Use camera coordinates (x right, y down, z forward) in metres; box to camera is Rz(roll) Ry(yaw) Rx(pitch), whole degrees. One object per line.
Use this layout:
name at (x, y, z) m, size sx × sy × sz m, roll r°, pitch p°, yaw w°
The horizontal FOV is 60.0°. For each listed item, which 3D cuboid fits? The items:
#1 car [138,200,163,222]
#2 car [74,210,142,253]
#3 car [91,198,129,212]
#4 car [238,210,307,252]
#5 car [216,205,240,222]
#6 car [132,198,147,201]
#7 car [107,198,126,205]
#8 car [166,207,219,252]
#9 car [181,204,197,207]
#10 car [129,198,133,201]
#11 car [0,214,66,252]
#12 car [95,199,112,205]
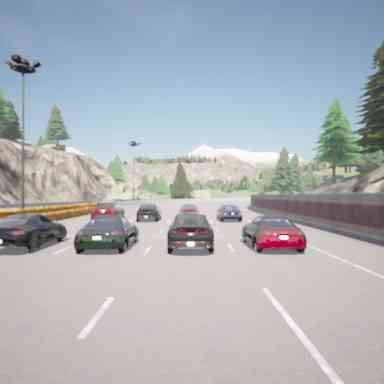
car at (-3.760, 1.783, 29.419) m, size 1.837 × 1.490 × 4.892 m, roll 0°, pitch 0°, yaw 0°
car at (-3.569, 1.700, 14.430) m, size 1.994 × 1.385 × 4.181 m, roll 0°, pitch 0°, yaw -1°
car at (-7.259, 1.623, 29.146) m, size 2.097 × 1.767 × 4.553 m, roll 0°, pitch -1°, yaw -1°
car at (3.429, 1.701, 14.481) m, size 1.994 × 1.385 × 4.181 m, roll 0°, pitch 0°, yaw -1°
car at (3.239, 1.821, 29.187) m, size 2.033 × 1.411 × 5.357 m, roll 0°, pitch -1°, yaw -1°
car at (-11.531, 2.247, 77.693) m, size 1.812 × 1.442 × 4.674 m, roll 0°, pitch -1°, yaw 16°
car at (-18.146, 2.280, 79.990) m, size 2.033 × 1.411 × 5.357 m, roll 0°, pitch -1°, yaw 16°
car at (-0.071, 1.644, 14.460) m, size 1.837 × 1.490 × 4.892 m, roll 0°, pitch 0°, yaw -1°
car at (-0.260, 1.802, 29.527) m, size 1.812 × 1.442 × 4.674 m, roll 0°, pitch 0°, yaw 0°
car at (-14.839, 2.257, 78.842) m, size 2.128 × 1.511 × 4.902 m, roll 0°, pitch -1°, yaw 16°
car at (-7.070, 1.661, 14.435) m, size 1.812 × 1.442 × 4.674 m, roll 0°, pitch 0°, yaw -1°
car at (-21.462, 2.343, 81.109) m, size 1.895 × 1.301 × 4.718 m, roll 0°, pitch -1°, yaw 16°
